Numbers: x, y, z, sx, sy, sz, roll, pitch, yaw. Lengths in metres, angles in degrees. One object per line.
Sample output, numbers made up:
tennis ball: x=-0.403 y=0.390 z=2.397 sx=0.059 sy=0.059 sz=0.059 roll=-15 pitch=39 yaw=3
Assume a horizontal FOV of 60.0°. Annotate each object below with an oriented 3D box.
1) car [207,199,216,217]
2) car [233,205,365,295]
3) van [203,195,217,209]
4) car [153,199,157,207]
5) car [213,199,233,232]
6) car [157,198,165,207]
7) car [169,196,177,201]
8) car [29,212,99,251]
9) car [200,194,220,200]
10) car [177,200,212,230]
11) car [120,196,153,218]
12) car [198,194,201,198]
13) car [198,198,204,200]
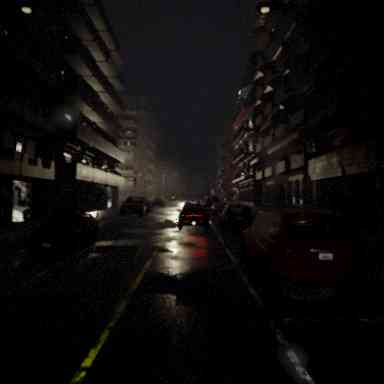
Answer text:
car: x=2.552 y=1.616 z=30.867 sx=1.802 sy=1.307 sz=4.206 roll=1 pitch=0 yaw=0
car: x=2.555 y=1.319 z=8.742 sx=2.192 sy=1.841 sz=5.009 roll=1 pitch=0 yaw=0
van: x=2.558 y=1.418 z=47.462 sx=1.690 sy=1.788 sz=3.998 roll=1 pitch=0 yaw=0
car: x=-5.294 y=1.591 z=36.455 sx=1.887 sy=1.381 sz=4.507 roll=1 pitch=0 yaw=0
car: x=2.553 y=1.455 z=19.805 sx=1.967 sy=1.590 sz=4.097 roll=1 pitch=0 yaw=0
car: x=-5.293 y=1.677 z=53.049 sx=1.802 sy=1.307 sz=4.206 roll=1 pitch=0 yaw=0
car: x=-5.286 y=1.789 z=91.129 sx=1.947 sy=1.339 sz=4.313 roll=1 pitch=0 yaw=0
car: x=-5.297 y=1.574 z=14.334 sx=1.947 sy=1.339 sz=4.313 roll=1 pitch=0 yaw=0
car: x=2.558 y=1.375 z=41.931 sx=2.192 sy=1.841 sz=5.009 roll=1 pitch=0 yaw=0
car: x=0.104 y=1.522 z=21.371 sx=1.837 sy=1.490 sz=4.892 roll=0 pitch=0 yaw=0
car: x=-5.289 y=1.349 z=30.924 sx=2.192 sy=1.841 sz=5.009 roll=1 pitch=0 yaw=0
car: x=2.598 y=1.538 z=91.174 sx=2.192 sy=1.841 sz=5.009 roll=1 pitch=0 yaw=0
car: x=0.112 y=1.654 z=39.281 sx=1.895 sy=1.301 sz=4.718 roll=0 pitch=0 yaw=0
